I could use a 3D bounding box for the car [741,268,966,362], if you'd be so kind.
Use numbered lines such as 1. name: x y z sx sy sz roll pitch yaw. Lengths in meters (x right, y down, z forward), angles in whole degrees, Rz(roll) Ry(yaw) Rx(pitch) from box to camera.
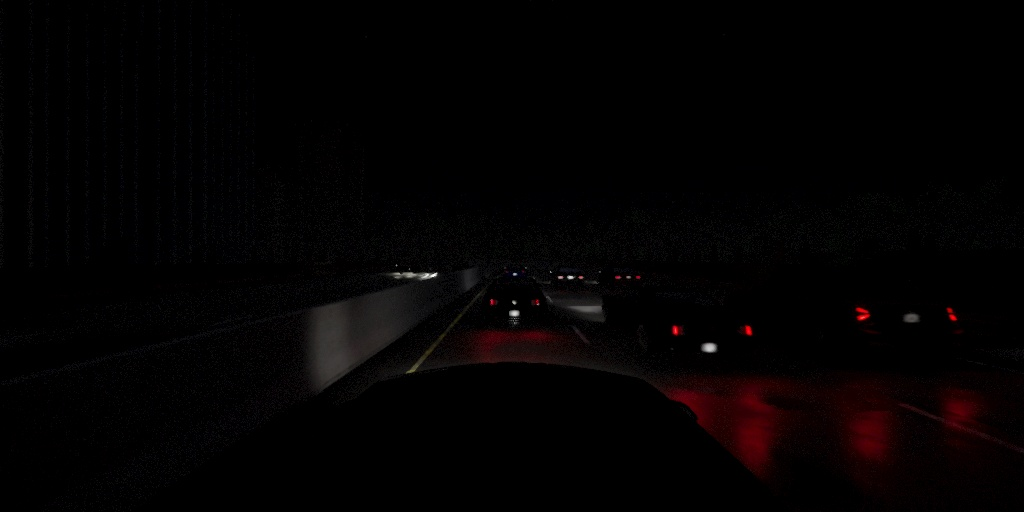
1. car: 7.061 1.117 8.445 2.097 1.767 4.553 0 0 1

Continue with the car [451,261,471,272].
1. car: -6.451 1.399 45.840 2.033 1.411 5.357 0 0 2

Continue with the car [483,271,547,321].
1. car: 0.085 1.376 12.589 1.895 1.301 4.718 0 0 0

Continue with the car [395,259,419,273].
1. car: -13.436 1.203 46.265 2.097 1.767 4.553 0 0 2

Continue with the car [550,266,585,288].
1. car: 3.651 1.349 24.369 2.033 1.411 5.357 0 0 1

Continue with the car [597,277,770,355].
1. car: 3.563 1.367 8.664 1.895 1.301 4.718 0 0 0

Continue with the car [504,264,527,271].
1. car: 0.283 1.378 29.625 1.994 1.385 4.181 0 0 1

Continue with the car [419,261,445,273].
1. car: -9.932 1.345 46.414 2.128 1.511 4.902 0 0 2

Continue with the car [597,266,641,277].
1. car: 7.152 1.349 24.365 2.033 1.411 5.357 0 0 1
